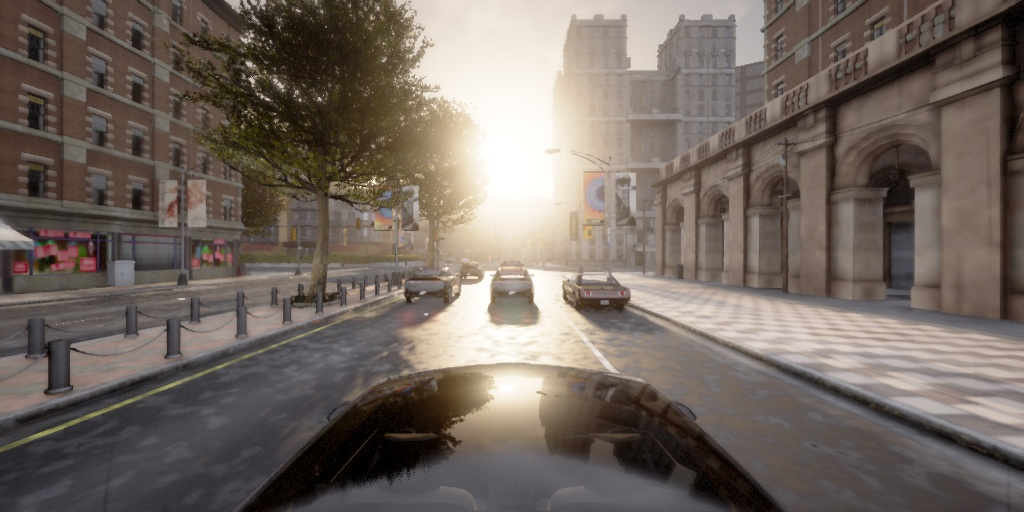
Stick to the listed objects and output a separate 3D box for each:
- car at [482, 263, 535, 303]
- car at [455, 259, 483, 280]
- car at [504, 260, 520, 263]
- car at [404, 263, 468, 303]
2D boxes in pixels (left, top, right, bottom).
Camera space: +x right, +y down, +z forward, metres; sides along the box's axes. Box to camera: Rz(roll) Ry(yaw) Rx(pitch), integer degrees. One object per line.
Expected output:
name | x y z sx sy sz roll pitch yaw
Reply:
car | 0.000 1.243 16.500 2.128 1.511 4.902 0 0 0
car | -3.500 1.265 31.500 1.837 1.490 4.892 0 0 0
car | 0.000 1.114 31.470 2.097 1.767 4.553 0 0 0
car | -3.500 1.243 16.500 2.128 1.511 4.902 0 0 0
